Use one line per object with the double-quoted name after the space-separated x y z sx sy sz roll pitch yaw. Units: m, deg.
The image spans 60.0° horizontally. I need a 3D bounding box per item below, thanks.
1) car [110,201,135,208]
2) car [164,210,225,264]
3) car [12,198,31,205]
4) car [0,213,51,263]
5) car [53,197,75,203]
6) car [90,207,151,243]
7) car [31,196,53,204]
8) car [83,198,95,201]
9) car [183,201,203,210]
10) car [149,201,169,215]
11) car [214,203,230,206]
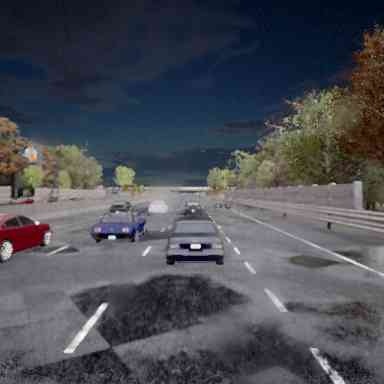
-6.893 1.622 33.087 1.837 1.490 4.892 0 0 0 "car"
0.102 1.586 11.881 2.033 1.411 5.357 0 0 0 "car"
-28.023 1.685 55.530 1.882 1.535 5.008 0 0 1 "car"
-6.896 1.518 12.155 1.882 1.535 5.008 0 0 0 "car"
-21.031 1.712 55.804 1.837 1.490 4.892 0 0 1 "car"
-3.395 1.655 16.379 1.895 1.301 4.718 0 0 0 "car"
-24.527 1.561 55.810 2.097 1.767 4.553 0 0 1 "car"
-17.531 1.776 56.797 1.994 1.385 4.181 0 0 1 "car"
0.105 1.647 34.192 1.812 1.442 4.674 0 0 0 "car"
-3.395 1.647 34.107 1.812 1.442 4.674 0 0 0 "car"
3.507 1.550 39.062 1.895 1.301 4.718 0 0 0 "car"
